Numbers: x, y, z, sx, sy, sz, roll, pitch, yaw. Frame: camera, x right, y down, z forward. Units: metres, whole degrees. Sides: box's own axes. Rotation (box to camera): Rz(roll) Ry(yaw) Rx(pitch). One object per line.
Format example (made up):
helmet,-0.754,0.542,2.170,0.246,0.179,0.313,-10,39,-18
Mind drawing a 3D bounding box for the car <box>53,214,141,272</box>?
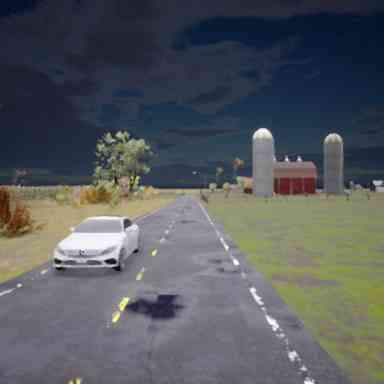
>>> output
car,-2.821,1.491,10.851,1.812,1.442,4.674,0,0,0
